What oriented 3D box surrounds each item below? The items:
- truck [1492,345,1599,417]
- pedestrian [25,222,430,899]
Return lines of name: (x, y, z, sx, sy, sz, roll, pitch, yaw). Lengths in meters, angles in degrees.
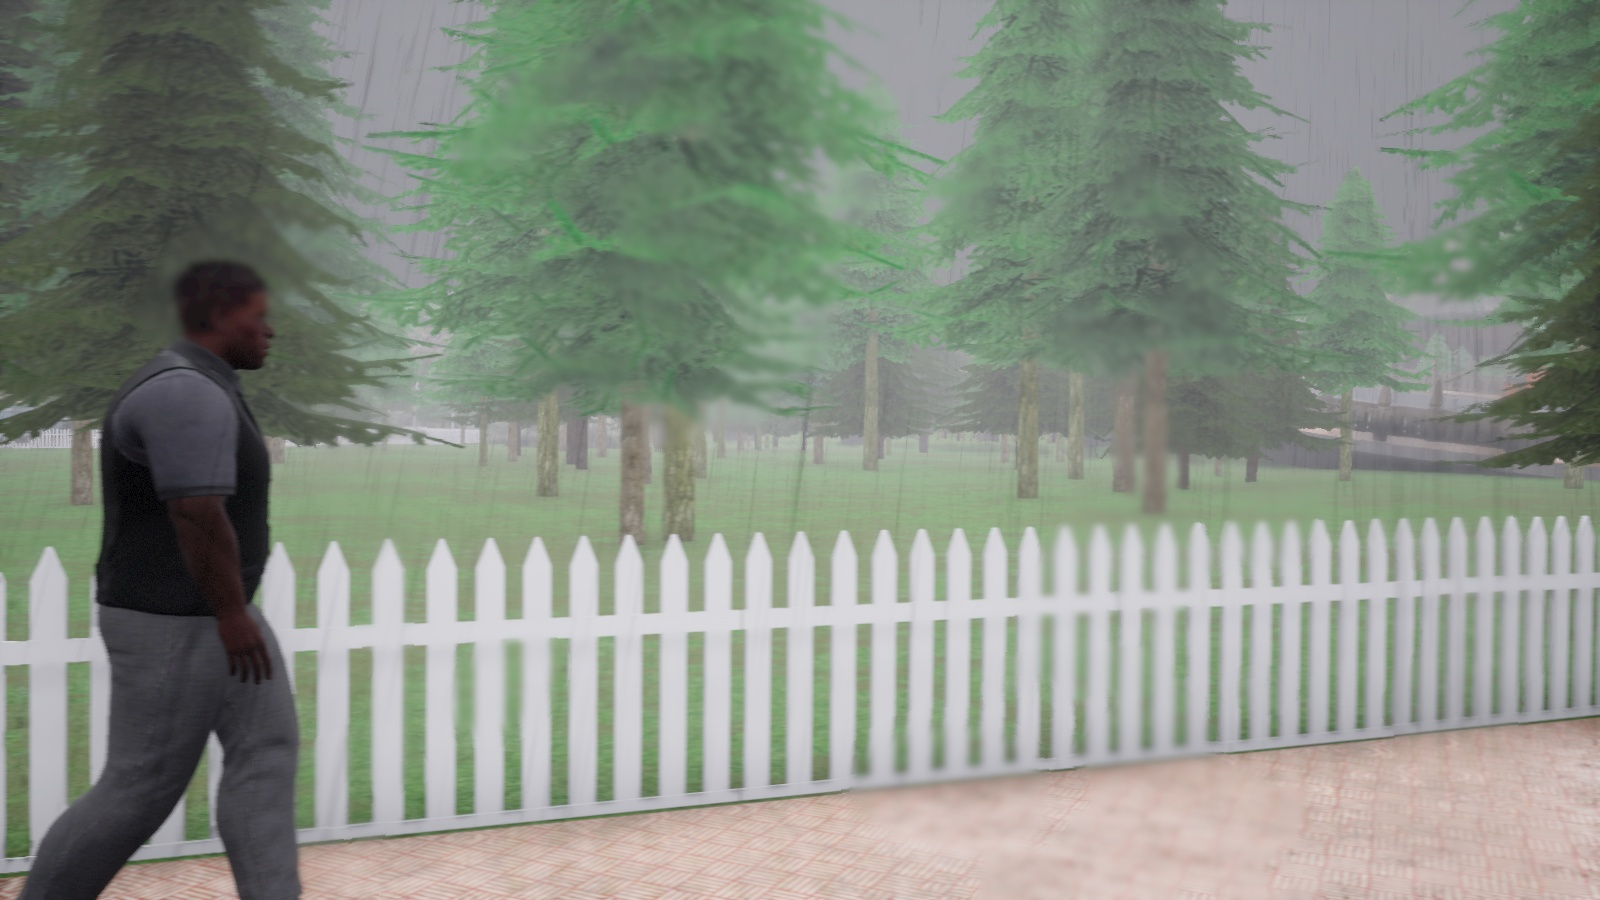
truck: (43.128, -3.848, 69.655, 2.891, 3.462, 7.936, -1, 8, -22)
pedestrian: (-1.426, 0.419, 3.245, 0.849, 1.883, 0.563, -1, 1, -20)
